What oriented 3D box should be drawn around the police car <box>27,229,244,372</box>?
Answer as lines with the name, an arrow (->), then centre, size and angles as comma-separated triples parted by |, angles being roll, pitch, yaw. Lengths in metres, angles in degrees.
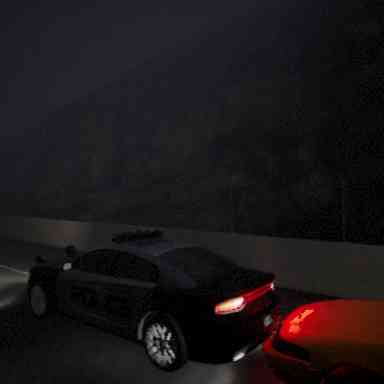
police car -> -1.075, 1.513, 5.951 | 5.238, 1.638, 1.930 | -1, -1, 37

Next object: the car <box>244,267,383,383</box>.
car -> 3.298, 1.492, 2.761 | 5.366, 1.575, 1.801 | -1, -1, 35
